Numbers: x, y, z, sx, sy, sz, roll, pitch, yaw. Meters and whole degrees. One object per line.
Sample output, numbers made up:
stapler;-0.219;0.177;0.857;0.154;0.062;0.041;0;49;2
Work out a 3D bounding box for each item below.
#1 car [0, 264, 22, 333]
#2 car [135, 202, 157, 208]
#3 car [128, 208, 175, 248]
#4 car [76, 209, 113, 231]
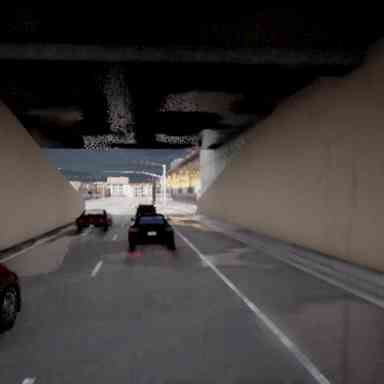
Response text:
car;-3.942;1.414;4.014;2.097;1.767;4.553;-1;0;-4
car;-4.346;1.756;31.636;1.837;1.490;4.892;0;0;-9
car;-1.925;1.686;15.608;1.994;1.385;4.181;0;0;-8
car;-6.482;1.811;22.539;1.895;1.301;4.718;0;0;-9
